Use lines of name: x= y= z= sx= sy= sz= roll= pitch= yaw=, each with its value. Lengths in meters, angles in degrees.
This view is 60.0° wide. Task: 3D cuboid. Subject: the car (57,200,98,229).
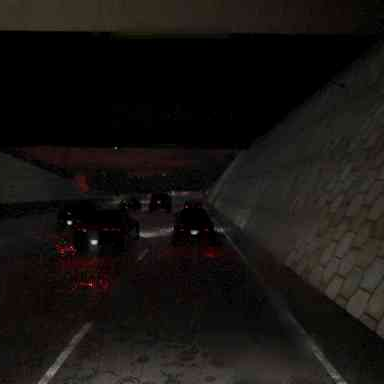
car: x=-6.897 y=1.463 z=21.144 sx=1.837 sy=1.490 sz=4.892 roll=0 pitch=0 yaw=0

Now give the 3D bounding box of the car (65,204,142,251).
car: x=-3.398 y=1.477 z=13.974 sx=1.837 sy=1.490 sz=4.892 roll=0 pitch=0 yaw=0

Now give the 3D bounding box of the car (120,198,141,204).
car: x=-6.902 y=1.418 z=37.582 sx=2.128 sy=1.511 sz=4.902 roll=0 pitch=0 yaw=0

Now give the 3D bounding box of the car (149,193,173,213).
car: x=-3.401 y=1.150 z=36.786 sx=2.150 sy=2.045 sz=5.566 roll=0 pitch=0 yaw=0

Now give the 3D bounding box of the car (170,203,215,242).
car: x=0.089 y=1.494 z=16.129 sx=1.812 sy=1.442 sz=4.674 roll=0 pitch=0 yaw=0

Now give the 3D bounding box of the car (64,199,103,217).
car: x=-10.398 y=1.485 z=32.230 sx=2.033 sy=1.411 sz=5.357 roll=0 pitch=0 yaw=0

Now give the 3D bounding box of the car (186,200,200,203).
car: x=0.099 y=1.531 z=36.076 sx=1.895 sy=1.301 sz=4.718 roll=0 pitch=0 yaw=0
